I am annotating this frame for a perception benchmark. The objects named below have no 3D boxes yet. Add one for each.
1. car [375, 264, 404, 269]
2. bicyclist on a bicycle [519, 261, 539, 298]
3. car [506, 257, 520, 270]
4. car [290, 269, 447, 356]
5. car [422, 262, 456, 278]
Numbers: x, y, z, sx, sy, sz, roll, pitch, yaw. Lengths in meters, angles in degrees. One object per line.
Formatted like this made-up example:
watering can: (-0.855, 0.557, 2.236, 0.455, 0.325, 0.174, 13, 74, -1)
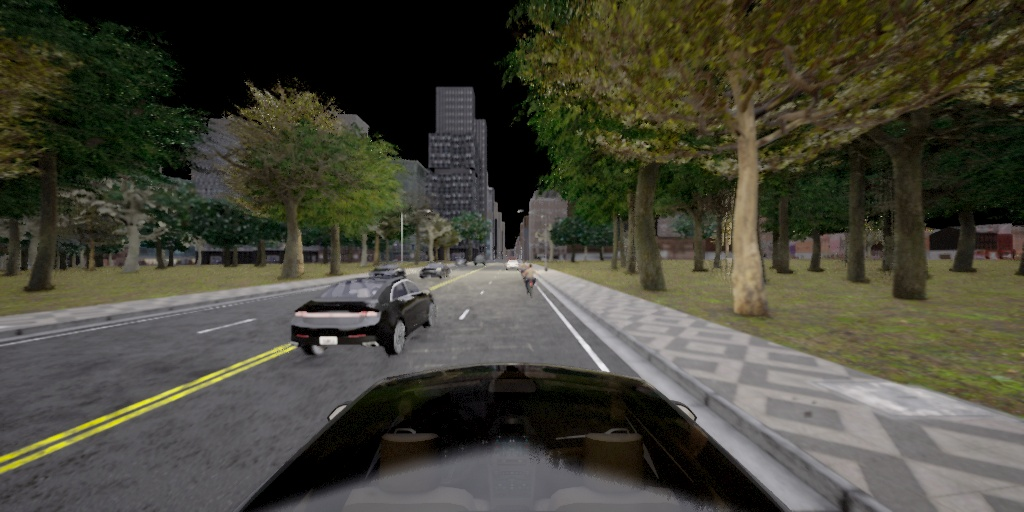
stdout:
car: (-9.835, 1.305, 28.524, 1.994, 1.385, 4.181, 0, 0, 0)
bicyclist on a bicycle: (0.899, 1.177, 17.370, 0.866, 1.612, 1.509, 0, 0, 0)
car: (0.116, 1.294, 53.218, 1.812, 1.442, 4.674, 0, 0, 0)
car: (-3.148, 1.236, 8.576, 2.128, 1.511, 4.902, 0, 0, 0)
car: (-6.586, 1.289, 31.156, 2.033, 1.411, 5.357, 0, 0, 0)
